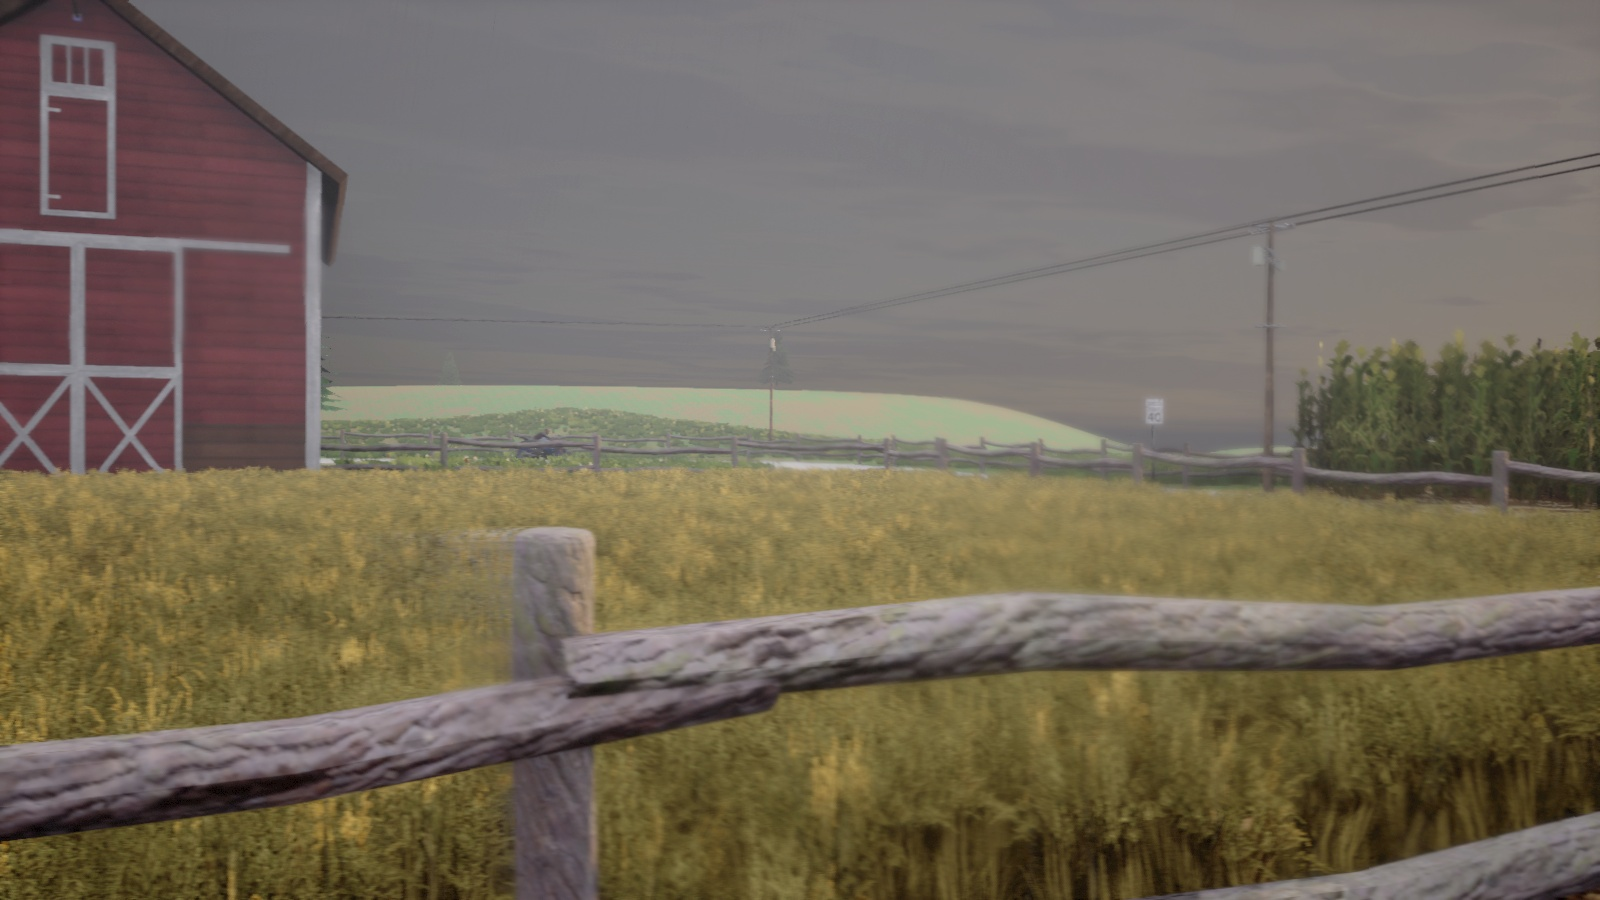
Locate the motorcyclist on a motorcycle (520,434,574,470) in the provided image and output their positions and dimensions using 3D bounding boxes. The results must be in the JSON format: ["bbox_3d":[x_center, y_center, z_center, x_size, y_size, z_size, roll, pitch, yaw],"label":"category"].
[{"bbox_3d":[-10.901,0.071,54.053,2.191,1.530,0.866,-1,1,-15],"label":"motorcyclist on a motorcycle"}]
